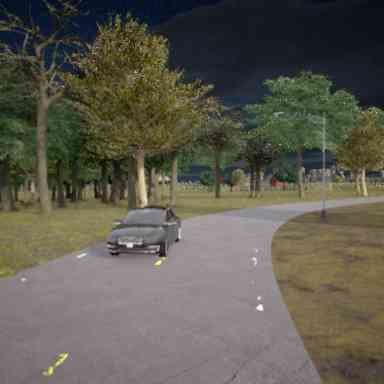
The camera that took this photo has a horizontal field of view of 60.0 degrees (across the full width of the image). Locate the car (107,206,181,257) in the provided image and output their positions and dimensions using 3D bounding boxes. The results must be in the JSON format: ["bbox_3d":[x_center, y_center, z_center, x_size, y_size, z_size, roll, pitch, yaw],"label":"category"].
[{"bbox_3d":[-1.546,1.304,12.131,1.837,1.490,4.892,0,1,6],"label":"car"}]
